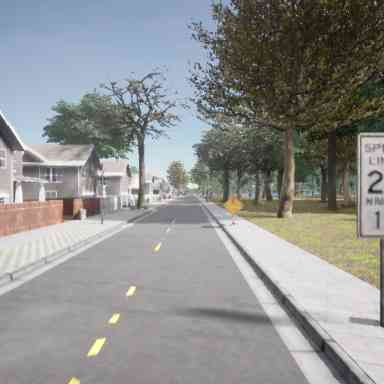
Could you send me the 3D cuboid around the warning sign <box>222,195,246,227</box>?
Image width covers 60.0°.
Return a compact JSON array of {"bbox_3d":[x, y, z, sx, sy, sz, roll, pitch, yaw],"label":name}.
[{"bbox_3d":[2.521,1.112,20.256,1.300,1.860,1.060,0,0,0],"label":"warning sign"}]
